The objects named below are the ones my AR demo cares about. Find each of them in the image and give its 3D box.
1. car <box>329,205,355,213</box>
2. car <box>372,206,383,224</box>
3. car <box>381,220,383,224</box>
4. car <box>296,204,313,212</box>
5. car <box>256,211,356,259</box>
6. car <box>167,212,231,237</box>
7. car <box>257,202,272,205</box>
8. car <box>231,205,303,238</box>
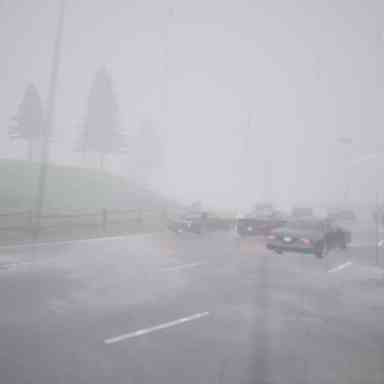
[{"bbox_3d":[13.939,1.981,31.010,1.812,1.442,4.674,0,0,15],"label":"car"},{"bbox_3d":[17.161,1.966,29.019,1.837,1.490,4.892,1,0,18],"label":"car"},{"bbox_3d":[8.955,1.780,12.907,1.994,1.385,4.181,0,-1,39],"label":"car"},{"bbox_3d":[10.802,1.927,32.783,1.882,1.535,5.008,0,0,15],"label":"car"},{"bbox_3d":[4.941,1.738,13.603,2.033,1.411,5.357,0,-1,39],"label":"car"},{"bbox_3d":[0.743,1.824,19.603,1.895,1.301,4.718,0,-1,37],"label":"car"},{"bbox_3d":[7.207,1.773,32.865,2.097,1.767,4.553,0,-1,16],"label":"car"},{"bbox_3d":[4.358,1.719,18.680,1.882,1.535,5.008,0,0,36],"label":"car"}]
